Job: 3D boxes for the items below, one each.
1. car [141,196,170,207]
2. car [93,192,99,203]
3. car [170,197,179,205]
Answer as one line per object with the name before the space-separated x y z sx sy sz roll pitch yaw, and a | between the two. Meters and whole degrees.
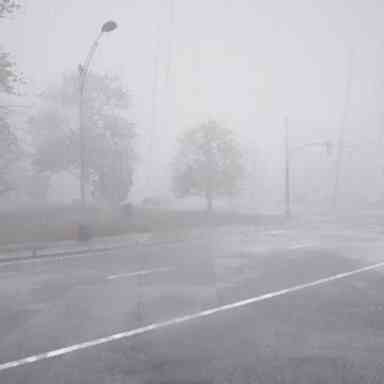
car | -5.387 1.292 46.252 1.994 1.385 4.181 -2 1 -39
car | -15.746 0.856 59.232 2.150 2.045 5.566 -2 1 -39
car | -3.936 1.257 50.030 1.895 1.301 4.718 -2 1 -39
